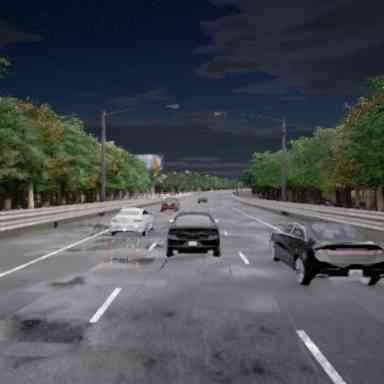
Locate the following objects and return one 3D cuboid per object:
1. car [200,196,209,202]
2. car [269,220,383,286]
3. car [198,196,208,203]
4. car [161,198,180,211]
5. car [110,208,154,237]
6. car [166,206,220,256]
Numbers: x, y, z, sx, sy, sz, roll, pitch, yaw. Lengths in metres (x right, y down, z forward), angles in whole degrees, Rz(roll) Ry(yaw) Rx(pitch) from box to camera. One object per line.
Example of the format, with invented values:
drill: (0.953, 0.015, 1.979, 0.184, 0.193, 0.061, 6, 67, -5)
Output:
car: (3.465, 1.883, 91.621, 2.033, 1.411, 5.357, 0, 0, 4)
car: (3.533, 1.538, 9.560, 2.128, 1.511, 4.902, 0, 0, 0)
car: (2.440, 1.835, 76.899, 1.837, 1.490, 4.892, 0, 0, 4)
car: (-2.664, 1.529, 42.581, 2.097, 1.767, 4.553, 0, 0, 2)
car: (-3.272, 1.601, 18.637, 1.812, 1.442, 4.674, 0, 0, 1)
car: (0.070, 1.536, 13.373, 1.882, 1.535, 5.008, 0, 0, 1)
